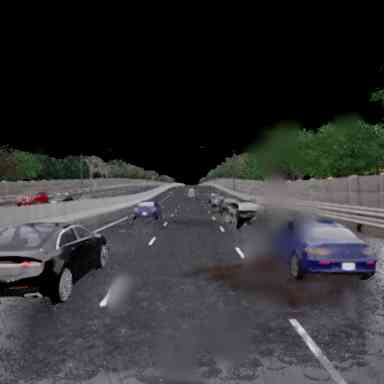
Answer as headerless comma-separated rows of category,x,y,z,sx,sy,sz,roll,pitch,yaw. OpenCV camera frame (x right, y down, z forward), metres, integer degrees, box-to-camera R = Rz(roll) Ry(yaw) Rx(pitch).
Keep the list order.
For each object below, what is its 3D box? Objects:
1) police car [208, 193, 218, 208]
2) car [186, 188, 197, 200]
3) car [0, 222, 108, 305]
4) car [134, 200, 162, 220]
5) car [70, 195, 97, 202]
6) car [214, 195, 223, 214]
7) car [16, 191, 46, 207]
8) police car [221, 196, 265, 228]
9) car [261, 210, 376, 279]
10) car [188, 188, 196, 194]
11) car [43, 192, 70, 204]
police car,3.479,1.202,42.737,2.038,1.542,4.974,0,1,0
car,-0.031,0.636,63.877,2.128,1.511,4.902,0,2,0
car,-3.404,1.457,8.004,2.128,1.511,4.902,0,0,0
car,-3.413,1.366,26.263,1.812,1.442,4.674,0,0,0
car,-14.104,1.159,44.656,2.128,1.511,4.902,0,1,0
car,3.484,1.303,31.739,1.837,1.490,4.892,0,0,0
car,-21.101,0.895,44.379,2.150,2.045,5.566,0,1,0
police car,3.385,1.303,21.155,1.930,1.638,5.238,0,1,-4
car,3.495,1.481,9.734,1.812,1.442,4.674,0,0,0
car,-0.040,-0.222,80.875,1.994,1.385,4.181,0,3,0
car,-17.594,1.160,44.771,2.128,1.511,4.902,0,1,0
